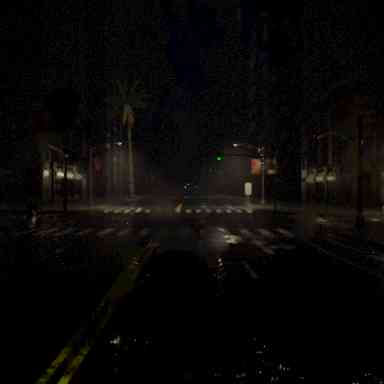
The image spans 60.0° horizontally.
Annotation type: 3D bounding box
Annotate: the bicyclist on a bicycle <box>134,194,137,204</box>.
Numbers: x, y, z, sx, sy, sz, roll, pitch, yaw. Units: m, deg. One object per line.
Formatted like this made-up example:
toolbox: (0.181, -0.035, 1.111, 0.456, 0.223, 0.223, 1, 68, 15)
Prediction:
bicyclist on a bicycle: (-8.746, 1.064, 51.422, 0.582, 1.620, 1.656, 0, 1, 0)

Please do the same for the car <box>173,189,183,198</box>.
car: (-3.276, 0.244, 76.945, 2.150, 2.045, 5.566, 0, 0, 0)

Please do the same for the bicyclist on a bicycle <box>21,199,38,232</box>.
bicyclist on a bicycle: (-8.766, 1.242, 18.013, 0.659, 1.776, 1.843, 0, 0, 0)

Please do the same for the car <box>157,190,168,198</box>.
car: (-6.526, 0.614, 76.947, 1.895, 1.301, 4.718, 0, 0, 0)

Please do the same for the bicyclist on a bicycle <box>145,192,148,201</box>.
bicyclist on a bicycle: (-8.750, 0.889, 63.069, 0.659, 1.776, 1.843, 0, 0, 0)
